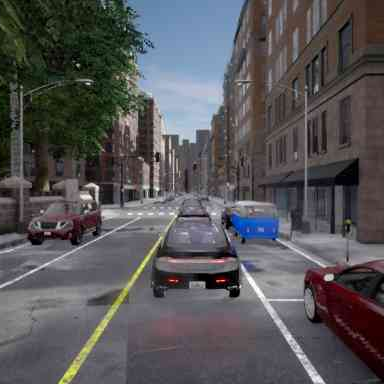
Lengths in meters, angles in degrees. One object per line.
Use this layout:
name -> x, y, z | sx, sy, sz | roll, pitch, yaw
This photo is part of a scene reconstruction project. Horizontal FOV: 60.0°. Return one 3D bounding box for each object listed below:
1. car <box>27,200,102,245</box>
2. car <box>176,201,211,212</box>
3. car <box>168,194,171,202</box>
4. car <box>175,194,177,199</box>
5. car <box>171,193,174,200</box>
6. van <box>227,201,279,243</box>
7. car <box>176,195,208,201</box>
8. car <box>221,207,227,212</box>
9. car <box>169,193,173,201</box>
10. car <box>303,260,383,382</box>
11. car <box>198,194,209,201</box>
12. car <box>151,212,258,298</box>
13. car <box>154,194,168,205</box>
car -> -5.674, 1.310, 15.570 | 2.192, 1.841, 5.009 | 0, 0, 0
car -> 0.093, 1.485, 18.452 | 2.128, 1.511, 4.902 | 0, 0, 0
car -> -5.688, 1.502, 64.709 | 2.008, 1.369, 4.403 | 0, 0, 0
car -> -5.694, 1.496, 86.512 | 2.008, 1.369, 4.403 | 0, 0, 0
car -> -5.691, 1.491, 75.611 | 1.887, 1.381, 4.507 | 0, 0, 0
van -> 2.850, 1.336, 15.612 | 1.690, 1.788, 3.998 | 0, 0, 0
car -> -0.009, 1.338, 27.629 | 2.097, 1.767, 4.553 | 0, 0, 0
car -> 2.849, 1.557, 21.272 | 1.947, 1.339, 4.313 | 0, 0, 0
car -> -5.689, 1.493, 70.160 | 1.887, 1.381, 4.507 | 0, 0, 0
car -> 2.853, 1.544, 4.291 | 1.887, 1.381, 4.507 | 0, 0, 0
car -> 2.833, 1.387, 75.649 | 1.967, 1.590, 4.097 | 0, 0, 0
car -> 0.098, 1.490, 8.513 | 2.128, 1.511, 4.902 | 0, 0, 0
car -> -5.686, 1.480, 59.088 | 1.752, 1.417, 4.829 | 0, 0, 0
